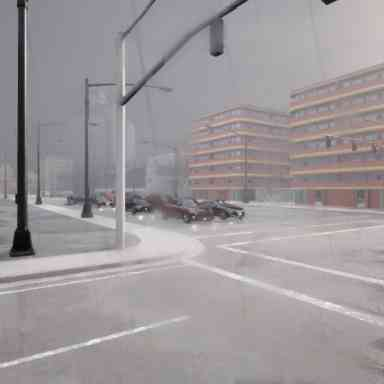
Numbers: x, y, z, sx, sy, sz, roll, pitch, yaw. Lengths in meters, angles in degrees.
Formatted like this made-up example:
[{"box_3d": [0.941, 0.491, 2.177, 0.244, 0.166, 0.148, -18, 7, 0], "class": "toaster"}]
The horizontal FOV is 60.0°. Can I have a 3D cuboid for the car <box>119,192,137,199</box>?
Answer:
[{"box_3d": [-13.300, 0.683, 68.523, 1.837, 1.490, 4.892, 0, 0, -34], "class": "car"}]

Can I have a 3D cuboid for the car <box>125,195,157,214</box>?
[{"box_3d": [-5.231, 1.317, 31.541, 1.994, 1.385, 4.181, 0, 1, -34], "class": "car"}]

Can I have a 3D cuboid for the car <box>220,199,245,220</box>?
[{"box_3d": [2.194, 1.357, 26.859, 2.128, 1.511, 4.902, 0, 1, -35], "class": "car"}]

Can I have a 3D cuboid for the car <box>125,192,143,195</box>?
[{"box_3d": [-8.435, 1.129, 42.453, 1.994, 1.385, 4.181, 0, 1, -34], "class": "car"}]

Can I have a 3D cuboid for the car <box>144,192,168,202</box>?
[{"box_3d": [-6.433, 0.843, 58.484, 2.128, 1.511, 4.902, 0, 1, -34], "class": "car"}]

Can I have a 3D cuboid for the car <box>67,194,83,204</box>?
[{"box_3d": [-16.722, 0.996, 48.444, 1.895, 1.301, 4.718, 0, 1, -34], "class": "car"}]

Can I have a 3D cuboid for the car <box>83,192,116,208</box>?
[{"box_3d": [-10.929, 1.069, 39.897, 2.128, 1.511, 4.902, 0, 1, -34], "class": "car"}]

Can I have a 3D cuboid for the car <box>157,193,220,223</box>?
[{"box_3d": [-0.371, 1.227, 24.412, 2.097, 1.767, 4.553, 0, 1, -34], "class": "car"}]

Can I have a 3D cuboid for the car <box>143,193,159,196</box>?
[{"box_3d": [-2.810, 1.092, 34.203, 2.097, 1.767, 4.553, 0, 1, -34], "class": "car"}]
